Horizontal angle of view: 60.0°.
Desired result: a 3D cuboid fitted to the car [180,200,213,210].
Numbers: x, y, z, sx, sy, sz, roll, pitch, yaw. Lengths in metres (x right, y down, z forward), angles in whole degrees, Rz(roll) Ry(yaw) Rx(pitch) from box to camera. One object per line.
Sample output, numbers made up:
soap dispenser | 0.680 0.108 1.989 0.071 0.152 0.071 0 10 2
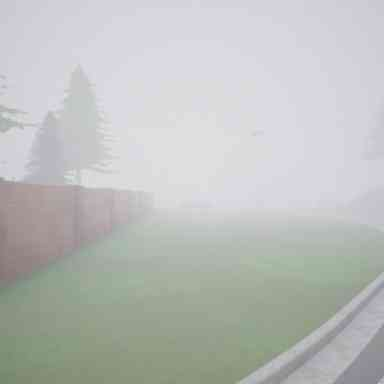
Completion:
car | 0.598 1.916 49.205 4.902 1.511 2.128 0 -1 17
